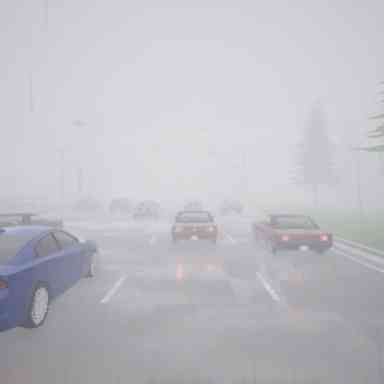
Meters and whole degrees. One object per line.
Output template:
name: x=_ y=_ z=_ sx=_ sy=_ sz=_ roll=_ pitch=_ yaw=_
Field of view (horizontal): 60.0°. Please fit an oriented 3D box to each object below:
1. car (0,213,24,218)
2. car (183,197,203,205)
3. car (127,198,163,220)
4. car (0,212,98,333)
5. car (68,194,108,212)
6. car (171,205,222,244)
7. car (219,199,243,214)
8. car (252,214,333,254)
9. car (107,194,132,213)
car: x=-6.901 y=1.497 z=13.471 sx=1.895 sy=1.301 sz=4.718 roll=0 pitch=0 yaw=0
car: x=0.090 y=1.271 z=33.181 sx=1.812 sy=1.442 sz=4.674 roll=0 pitch=0 yaw=0
car: x=-3.402 y=1.348 z=26.015 sx=2.033 sy=1.411 sz=5.357 roll=0 pitch=0 yaw=0
car: x=-3.401 y=1.424 z=6.831 sx=1.882 sy=1.535 sz=5.008 roll=0 pitch=1 yaw=0
car: x=-10.410 y=1.233 z=33.584 sx=2.128 sy=1.511 sz=4.902 roll=0 pitch=0 yaw=0
car: x=0.099 y=1.484 z=15.179 sx=1.895 sy=1.301 sz=4.718 roll=0 pitch=0 yaw=0
car: x=3.594 y=1.359 z=31.558 sx=1.895 sy=1.301 sz=4.718 roll=0 pitch=0 yaw=0
car: x=3.599 y=1.501 z=12.894 sx=1.895 sy=1.301 sz=4.718 roll=0 pitch=0 yaw=0
car: x=-6.909 y=1.250 z=33.150 sx=1.837 sy=1.490 sz=4.892 roll=0 pitch=0 yaw=0
